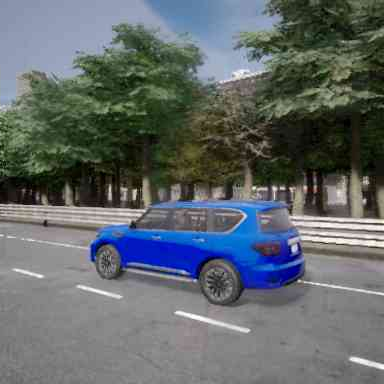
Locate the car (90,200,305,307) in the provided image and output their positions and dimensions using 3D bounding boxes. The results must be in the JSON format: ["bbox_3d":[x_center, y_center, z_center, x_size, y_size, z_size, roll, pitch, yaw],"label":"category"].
[{"bbox_3d":[-0.118,1.226,8.257,5.566,2.045,2.150,0,0,36],"label":"car"}]
